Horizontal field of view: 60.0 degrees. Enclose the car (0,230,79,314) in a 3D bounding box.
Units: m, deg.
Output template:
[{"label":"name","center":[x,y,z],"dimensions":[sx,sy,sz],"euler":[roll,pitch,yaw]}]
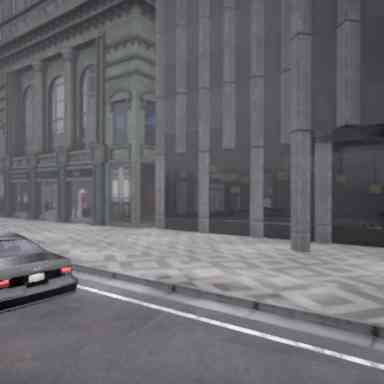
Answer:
[{"label":"car","center":[-4.778,1.561,7.354],"dimensions":[5.357,1.411,2.033],"euler":[0,0,36]}]
